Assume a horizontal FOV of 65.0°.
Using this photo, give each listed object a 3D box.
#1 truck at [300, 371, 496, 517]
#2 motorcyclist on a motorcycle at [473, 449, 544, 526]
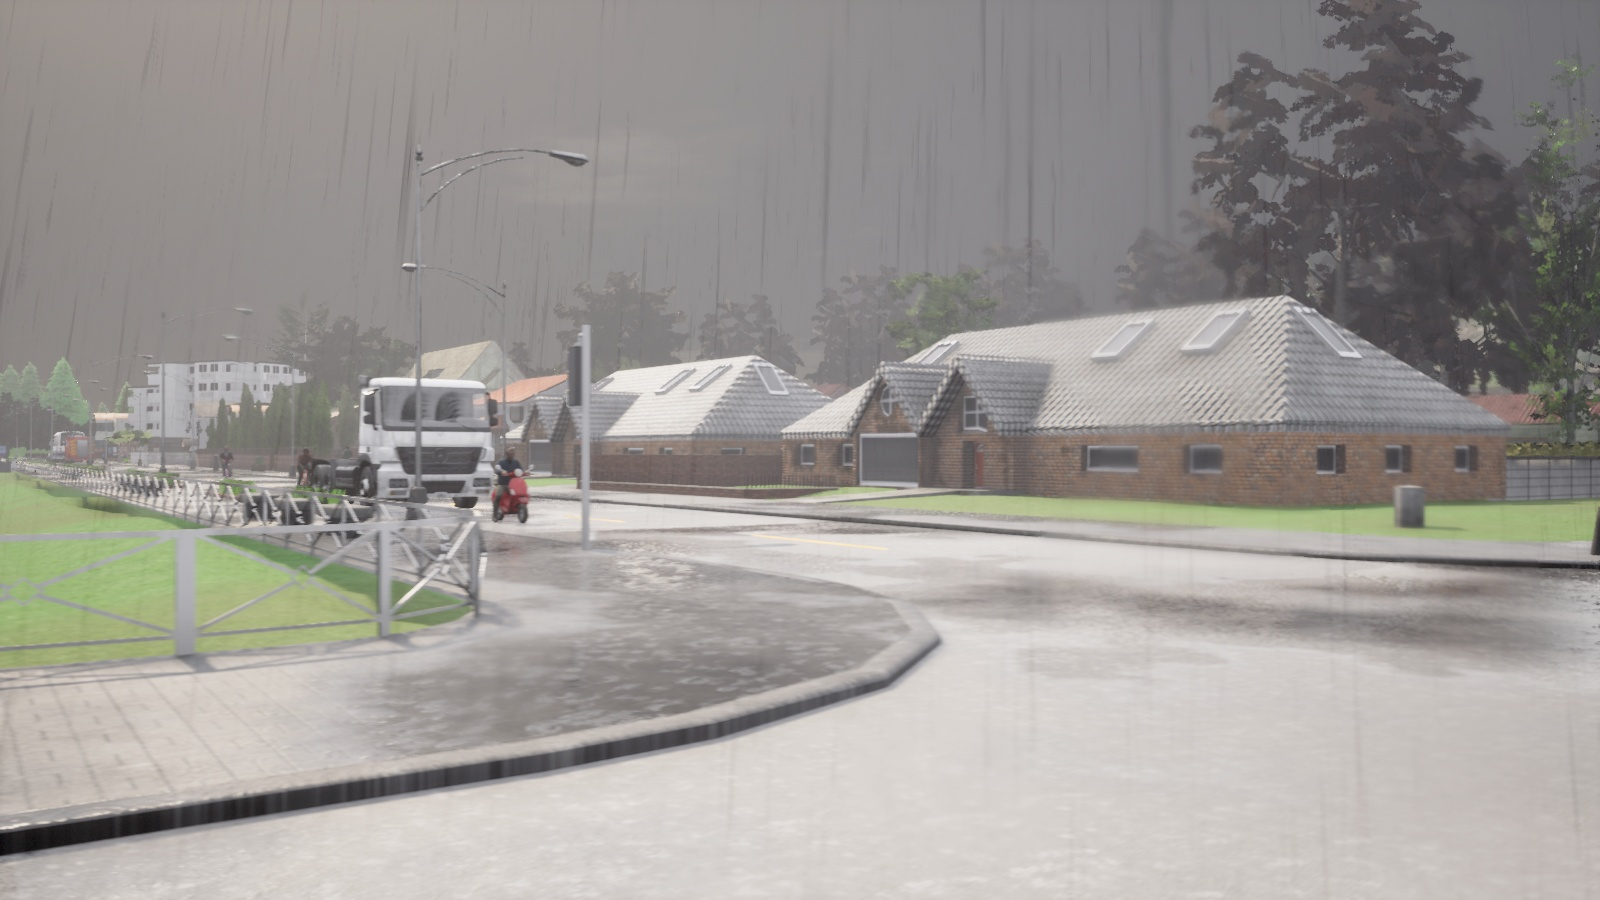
[{"bbox_3d":[-11.043,-0.125,33.901,2.891,3.462,7.936,0,0,-34],"label":"truck"},{"bbox_3d":[-6.247,0.781,26.849,0.866,1.590,1.817,0,0,-34],"label":"motorcyclist on a motorcycle"}]
